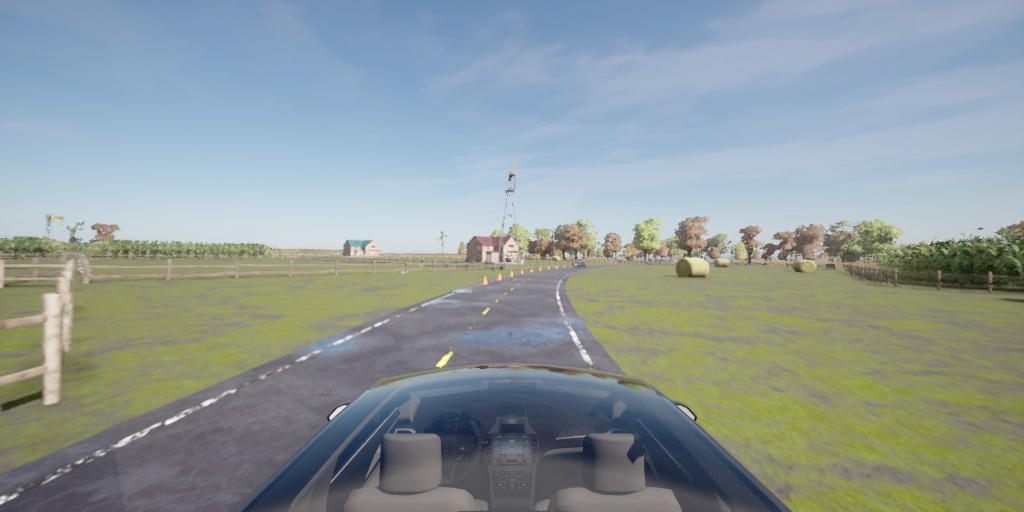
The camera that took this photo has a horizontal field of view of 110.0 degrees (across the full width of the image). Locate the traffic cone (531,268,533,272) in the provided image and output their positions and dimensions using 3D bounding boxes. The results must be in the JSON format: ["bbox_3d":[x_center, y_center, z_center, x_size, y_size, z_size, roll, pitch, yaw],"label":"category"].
[{"bbox_3d":[2.502,1.781,45.672,0.340,0.580,0.340,0,0,16],"label":"traffic cone"}]

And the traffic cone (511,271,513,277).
[{"bbox_3d":[-0.032,1.750,35.836,0.340,0.580,0.340,0,0,13],"label":"traffic cone"}]

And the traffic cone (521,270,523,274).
[{"bbox_3d":[1.156,1.765,40.774,0.340,0.580,0.340,0,0,14],"label":"traffic cone"}]

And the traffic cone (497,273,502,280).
[{"bbox_3d":[-1.064,1.735,30.863,0.340,0.580,0.340,0,0,11],"label":"traffic cone"}]

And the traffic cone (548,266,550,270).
[{"bbox_3d":[5.660,1.827,55.324,0.340,0.580,0.340,0,0,20],"label":"traffic cone"}]

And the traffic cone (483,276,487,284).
[{"bbox_3d":[-1.936,1.722,25.860,0.340,0.580,0.340,0,0,9],"label":"traffic cone"}]
